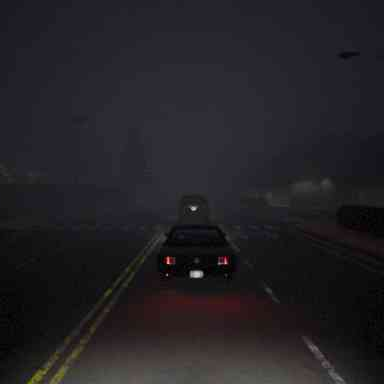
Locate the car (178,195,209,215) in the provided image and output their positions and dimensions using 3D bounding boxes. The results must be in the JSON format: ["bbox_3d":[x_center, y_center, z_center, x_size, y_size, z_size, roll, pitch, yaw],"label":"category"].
[{"bbox_3d":[0.115,1.239,24.989,2.150,2.045,5.566,0,0,0],"label":"car"}]

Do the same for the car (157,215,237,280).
[{"bbox_3d":[0.106,1.607,9.890,1.895,1.301,4.718,0,0,0],"label":"car"}]
